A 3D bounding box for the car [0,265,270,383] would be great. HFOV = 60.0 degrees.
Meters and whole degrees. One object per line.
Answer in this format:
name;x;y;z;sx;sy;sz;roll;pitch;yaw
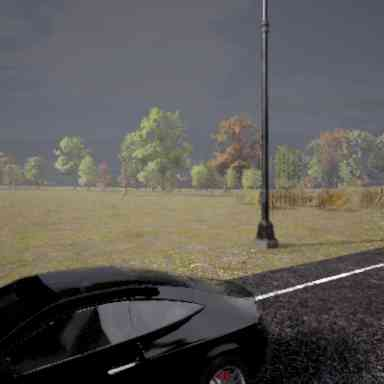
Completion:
car;-1.259;1.524;3.094;4.674;1.442;1.812;0;0;-35
